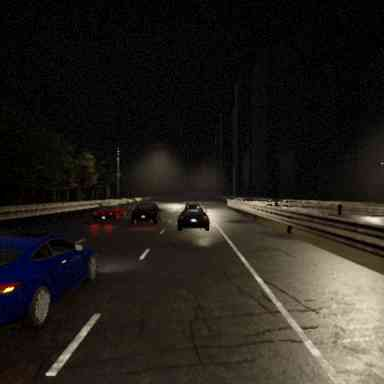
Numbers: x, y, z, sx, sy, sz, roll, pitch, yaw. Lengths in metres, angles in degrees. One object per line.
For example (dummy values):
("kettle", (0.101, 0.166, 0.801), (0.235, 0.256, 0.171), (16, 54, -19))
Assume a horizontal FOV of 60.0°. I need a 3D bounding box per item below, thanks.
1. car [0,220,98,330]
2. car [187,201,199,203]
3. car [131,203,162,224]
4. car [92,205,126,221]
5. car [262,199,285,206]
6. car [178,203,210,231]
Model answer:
("car", (-3.401, 1.556, 6.843), (1.812, 1.442, 4.674), (0, 0, 0))
("car", (0.095, 1.806, 41.628), (1.895, 1.301, 4.718), (0, 0, 0))
("car", (-3.404, 1.598, 25.640), (1.882, 1.535, 5.008), (0, 0, 0))
("car", (-6.910, 1.734, 28.172), (1.895, 1.301, 4.718), (0, 0, 0))
("car", (11.847, 1.798, 48.545), (2.128, 1.511, 4.902), (0, 0, -15))
("car", (0.099, 1.664, 21.555), (1.994, 1.385, 4.181), (0, 0, 0))
